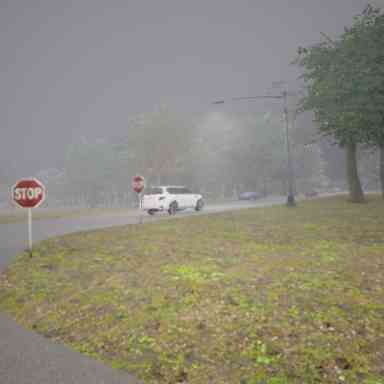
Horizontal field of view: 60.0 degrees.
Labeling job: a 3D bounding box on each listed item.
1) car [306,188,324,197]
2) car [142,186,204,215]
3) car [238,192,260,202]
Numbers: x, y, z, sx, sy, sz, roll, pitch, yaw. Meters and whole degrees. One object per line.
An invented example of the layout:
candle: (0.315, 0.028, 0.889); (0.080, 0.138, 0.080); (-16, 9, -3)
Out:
car: (21.733, 0.089, 59.795); (2.128, 1.511, 4.902); (-4, -1, 28)
car: (-1.308, 0.600, 24.852); (2.150, 2.045, 5.566); (-4, -1, 34)
car: (9.003, 0.719, 52.298); (1.882, 1.535, 5.008); (-4, -1, 34)
